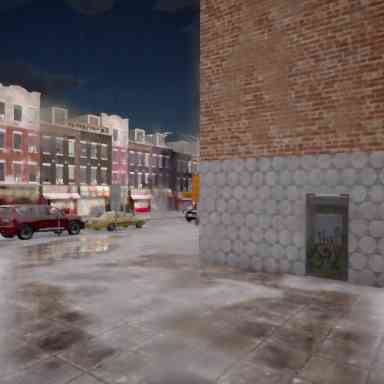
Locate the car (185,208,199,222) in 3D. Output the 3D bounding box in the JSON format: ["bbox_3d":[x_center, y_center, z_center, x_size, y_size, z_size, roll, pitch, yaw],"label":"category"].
[{"bbox_3d":[1.064,2.198,32.556,1.947,1.339,4.313,-1,-2,36],"label":"car"}]

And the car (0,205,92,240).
[{"bbox_3d":[-8.646,1.642,19.055,2.192,1.841,5.009,-1,-2,36],"label":"car"}]

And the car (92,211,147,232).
[{"bbox_3d":[-5.310,1.957,23.691,1.752,1.417,4.829,-1,-2,36],"label":"car"}]
